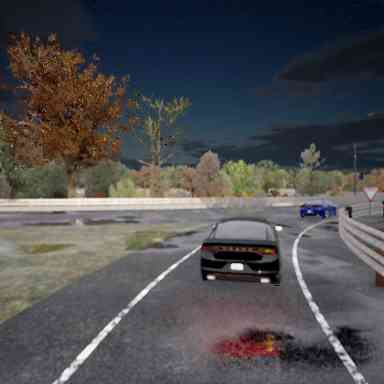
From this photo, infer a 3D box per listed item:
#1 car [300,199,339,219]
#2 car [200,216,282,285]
[{"bbox_3d":[10.552,1.310,27.301,1.882,1.535,5.008,0,0,39],"label":"car"},{"bbox_3d":[1.523,1.419,9.504,1.882,1.535,5.008,0,1,13],"label":"car"}]
